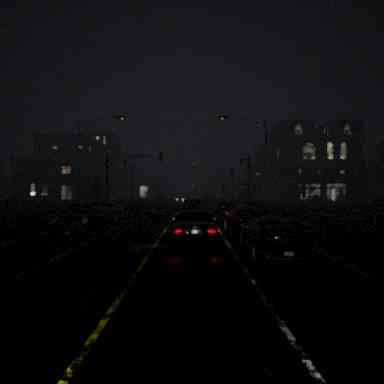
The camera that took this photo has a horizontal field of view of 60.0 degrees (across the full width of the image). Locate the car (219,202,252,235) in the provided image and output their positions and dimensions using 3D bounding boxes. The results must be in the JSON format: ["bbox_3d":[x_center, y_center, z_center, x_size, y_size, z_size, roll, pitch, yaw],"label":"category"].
[{"bbox_3d":[2.692,1.427,17.105,1.887,1.381,4.507,0,0,0],"label":"car"}]

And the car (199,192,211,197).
[{"bbox_3d":[2.688,1.149,60.879,1.947,1.339,4.313,0,0,0],"label":"car"}]

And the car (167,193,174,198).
[{"bbox_3d":[-5.694,0.924,88.330,1.752,1.417,4.829,0,0,0],"label":"car"}]

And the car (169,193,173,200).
[{"bbox_3d":[-5.693,1.059,71.934,2.008,1.369,4.403,0,0,0],"label":"car"}]

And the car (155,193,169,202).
[{"bbox_3d":[-5.692,1.165,60.891,1.802,1.307,4.206,0,0,0],"label":"car"}]

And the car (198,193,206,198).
[{"bbox_3d":[2.686,0.948,88.488,2.008,1.369,4.403,0,0,0],"label":"car"}]

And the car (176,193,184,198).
[{"bbox_3d":[-3.007,0.941,85.586,1.812,1.442,4.674,0,0,0],"label":"car"}]

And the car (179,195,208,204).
[{"bbox_3d":[0.097,1.283,28.254,1.882,1.535,5.008,0,0,0],"label":"car"}]

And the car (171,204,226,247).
[{"bbox_3d":[0.099,1.448,14.356,2.033,1.411,5.357,0,0,0],"label":"car"}]

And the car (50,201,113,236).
[{"bbox_3d":[-5.688,1.322,17.121,1.967,1.590,4.097,0,0,0],"label":"car"}]

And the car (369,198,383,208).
[{"bbox_3d":[23.642,1.404,40.111,4.206,1.307,1.802,0,0,1],"label":"car"}]

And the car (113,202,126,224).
[{"bbox_3d":[-5.689,1.393,22.814,2.008,1.369,4.403,0,0,0],"label":"car"}]

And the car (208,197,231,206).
[{"bbox_3d":[2.691,1.355,28.489,2.008,1.369,4.403,0,0,0],"label":"car"}]

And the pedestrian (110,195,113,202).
[{"bbox_3d":[-12.556,1.053,52.022,0.375,1.300,0.375,0,0,1],"label":"pedestrian"}]

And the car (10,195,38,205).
[{"bbox_3d":[-25.456,1.104,49.278,4.829,1.417,1.752,0,0,1],"label":"car"}]

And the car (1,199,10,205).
[{"bbox_3d":[-25.416,1.143,40.896,4.403,1.369,2.008,0,0,1],"label":"car"}]

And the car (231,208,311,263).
[{"bbox_3d":[2.693,1.472,11.414,2.008,1.369,4.403,0,0,0],"label":"car"}]
